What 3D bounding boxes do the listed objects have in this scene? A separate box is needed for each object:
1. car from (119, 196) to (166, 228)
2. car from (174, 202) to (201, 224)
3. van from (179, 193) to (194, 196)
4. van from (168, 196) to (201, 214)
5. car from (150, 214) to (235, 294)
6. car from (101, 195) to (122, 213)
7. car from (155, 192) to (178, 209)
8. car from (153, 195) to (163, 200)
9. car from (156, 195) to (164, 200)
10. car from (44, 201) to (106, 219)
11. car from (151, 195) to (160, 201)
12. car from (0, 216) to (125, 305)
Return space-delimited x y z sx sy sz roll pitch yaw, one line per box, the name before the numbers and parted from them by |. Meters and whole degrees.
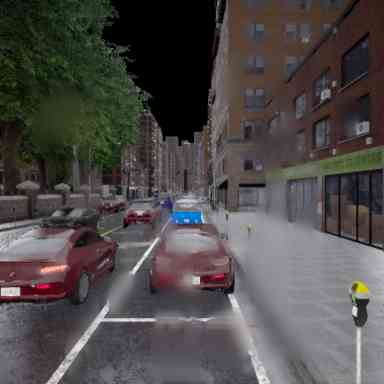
car | -3.147 1.342 22.201 2.097 1.767 4.553 0 0 0
car | -0.290 1.532 25.659 1.887 1.381 4.507 0 0 0
van | -0.290 1.317 36.980 1.690 1.788 3.998 0 0 0
van | -0.290 1.333 19.998 1.690 1.788 3.998 0 0 0
car | 0.004 1.524 8.650 1.812 1.442 4.674 0 0 0
car | -8.815 1.291 36.940 2.192 1.841 5.009 0 0 0
car | -3.047 1.195 36.451 2.150 2.045 5.566 0 0 1
car | -8.815 1.450 86.079 2.008 1.369 4.403 0 0 0
car | -8.815 1.438 91.530 1.887 1.381 4.507 0 0 0
car | -6.245 1.471 17.508 1.882 1.535 5.008 0 0 0
car | -8.815 1.432 80.459 1.752 1.417 4.829 0 0 0
car | -3.055 1.524 7.924 1.812 1.442 4.674 0 0 0
